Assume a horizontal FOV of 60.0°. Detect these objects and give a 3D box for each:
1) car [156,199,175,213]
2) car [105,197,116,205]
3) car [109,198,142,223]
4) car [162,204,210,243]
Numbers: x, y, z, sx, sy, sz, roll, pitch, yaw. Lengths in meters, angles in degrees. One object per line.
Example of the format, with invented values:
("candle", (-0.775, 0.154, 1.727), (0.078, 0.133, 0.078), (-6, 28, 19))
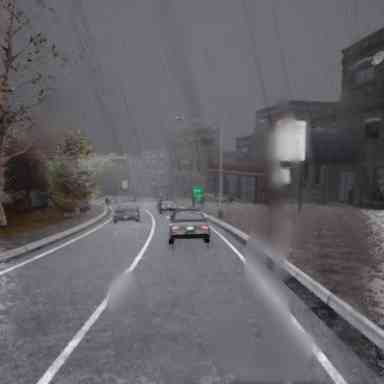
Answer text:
("car", (-2.760, 1.477, 35.414), (2.033, 1.411, 5.357), (-1, 0, -11))
("car", (-15.622, 1.656, 64.391), (2.128, 1.511, 4.902), (-2, 1, -23))
("car", (-4.895, 1.497, 25.377), (1.837, 1.490, 4.892), (-1, 0, -8))
("car", (-0.238, 1.512, 16.035), (2.033, 1.411, 5.357), (0, 0, -4))
